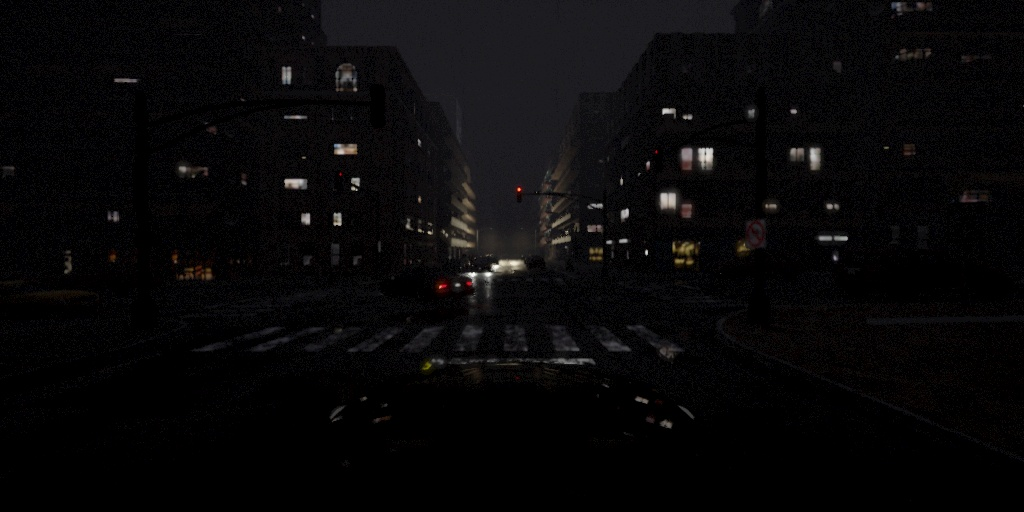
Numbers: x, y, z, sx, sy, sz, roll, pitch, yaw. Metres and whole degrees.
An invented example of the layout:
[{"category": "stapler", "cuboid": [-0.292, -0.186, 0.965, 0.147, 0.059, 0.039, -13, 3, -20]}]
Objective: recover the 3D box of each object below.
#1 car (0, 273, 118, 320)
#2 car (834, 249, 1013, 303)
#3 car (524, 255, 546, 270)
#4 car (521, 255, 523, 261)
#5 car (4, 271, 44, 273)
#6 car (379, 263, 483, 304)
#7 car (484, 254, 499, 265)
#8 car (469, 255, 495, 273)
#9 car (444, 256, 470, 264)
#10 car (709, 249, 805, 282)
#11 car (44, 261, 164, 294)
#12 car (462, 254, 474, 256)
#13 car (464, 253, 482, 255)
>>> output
[{"category": "car", "cuboid": [-17.608, 1.449, 12.862, 4.829, 1.417, 1.751, 0, 0, 0]}, {"category": "car", "cuboid": [14.733, 0.637, 13.070, 5.009, 1.841, 2.192, 0, 0, 0]}, {"category": "car", "cuboid": [2.771, 0.722, 40.824, 1.967, 1.591, 4.097, 0, 0, 0]}, {"category": "car", "cuboid": [2.807, 0.666, 57.871, 1.802, 1.307, 4.207, 0, 0, 0]}, {"category": "car", "cuboid": [-29.222, 1.558, 21.135, 4.507, 1.381, 1.888, 0, 0, 0]}, {"category": "car", "cuboid": [-3.852, 1.176, 15.607, 2.033, 1.411, 5.357, -2, 1, -44]}, {"category": "car", "cuboid": [-2.965, 0.615, 54.554, 2.128, 1.511, 4.902, 0, 1, 0]}, {"category": "car", "cuboid": [-3.027, 0.863, 36.156, 1.812, 1.442, 4.674, 0, 1, 0]}, {"category": "car", "cuboid": [-5.621, 0.915, 35.158, 1.948, 1.339, 4.313, 0, 0, 0]}, {"category": "car", "cuboid": [14.616, 0.519, 21.448, 5.009, 1.841, 2.192, 0, 0, 0]}, {"category": "car", "cuboid": [-23.559, 1.225, 21.171, 5.009, 1.841, 2.192, 0, 0, 0]}, {"category": "car", "cuboid": [-5.609, 0.808, 40.670, 1.751, 1.417, 4.829, 0, 0, 0]}, {"category": "car", "cuboid": [-5.597, 0.530, 46.522, 2.192, 1.841, 5.009, 0, 0, 0]}]
